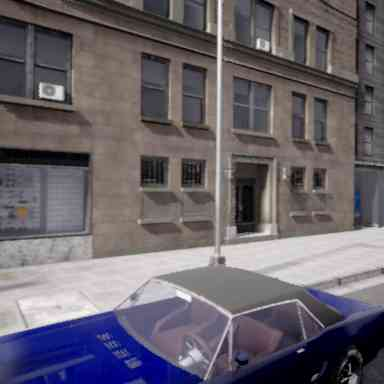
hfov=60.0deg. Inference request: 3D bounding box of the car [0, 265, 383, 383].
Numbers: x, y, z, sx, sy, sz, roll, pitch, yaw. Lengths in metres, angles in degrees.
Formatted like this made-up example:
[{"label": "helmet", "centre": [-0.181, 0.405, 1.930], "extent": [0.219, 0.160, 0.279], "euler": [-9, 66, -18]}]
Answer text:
[{"label": "car", "centre": [0.021, 1.579, 3.379], "extent": [4.718, 1.301, 1.895], "euler": [0, 0, -36]}]
